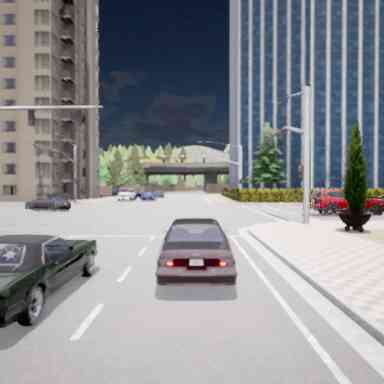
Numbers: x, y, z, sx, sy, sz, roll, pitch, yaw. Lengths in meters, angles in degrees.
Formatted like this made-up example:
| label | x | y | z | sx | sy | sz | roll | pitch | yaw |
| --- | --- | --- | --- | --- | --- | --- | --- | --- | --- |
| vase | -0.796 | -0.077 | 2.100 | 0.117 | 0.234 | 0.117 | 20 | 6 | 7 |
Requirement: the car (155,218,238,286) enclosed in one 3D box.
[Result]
| label | x | y | z | sx | sy | sz | roll | pitch | yaw |
| --- | --- | --- | --- | --- | --- | --- | --- | --- | --- |
| car | 0.095 | 1.412 | 9.125 | 2.033 | 1.411 | 5.357 | 0 | 1 | 0 |

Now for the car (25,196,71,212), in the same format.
| label | x | y | z | sx | sy | sz | roll | pitch | yaw |
| --- | --- | --- | --- | --- | --- | --- | --- | --- | --- |
| car | -13.762 | 1.094 | 31.790 | 4.181 | 1.385 | 1.994 | 0 | 1 | 19 |

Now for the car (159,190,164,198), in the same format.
| label | x | y | z | sx | sy | sz | roll | pitch | yaw |
| --- | --- | --- | --- | --- | --- | --- | --- | --- | --- |
| car | -6.854 | 0.353 | 68.287 | 2.097 | 1.767 | 4.553 | 0 | 1 | 0 |

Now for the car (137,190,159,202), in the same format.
| label | x | y | z | sx | sy | sz | roll | pitch | yaw |
| --- | --- | --- | --- | --- | --- | --- | --- | --- | --- |
| car | -6.953 | 0.700 | 52.934 | 1.882 | 1.535 | 5.008 | 0 | 1 | 0 |

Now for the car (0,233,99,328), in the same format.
| label | x | y | z | sx | sy | sz | roll | pitch | yaw |
| --- | --- | --- | --- | --- | --- | --- | --- | --- | --- |
| car | -3.423 | 1.499 | 6.788 | 1.895 | 1.301 | 4.718 | 0 | 1 | 1 |

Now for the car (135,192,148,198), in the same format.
| label | x | y | z | sx | sy | sz | roll | pitch | yaw |
| --- | --- | --- | --- | --- | --- | --- | --- | --- | --- |
| car | -10.350 | 0.587 | 68.646 | 1.895 | 1.301 | 4.718 | 0 | 1 | 0 |

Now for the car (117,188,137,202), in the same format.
| label | x | y | z | sx | sy | sz | roll | pitch | yaw |
| --- | --- | --- | --- | --- | --- | --- | --- | --- | --- |
| car | -10.450 | 0.436 | 53.355 | 2.150 | 2.045 | 5.566 | 0 | 1 | 0 |

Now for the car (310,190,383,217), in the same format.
| label | x | y | z | sx | sy | sz | roll | pitch | yaw |
| --- | --- | --- | --- | --- | --- | --- | --- | --- | --- |
| car | 12.256 | 0.837 | 26.246 | 5.566 | 2.045 | 2.150 | 0 | 1 | 2 |
